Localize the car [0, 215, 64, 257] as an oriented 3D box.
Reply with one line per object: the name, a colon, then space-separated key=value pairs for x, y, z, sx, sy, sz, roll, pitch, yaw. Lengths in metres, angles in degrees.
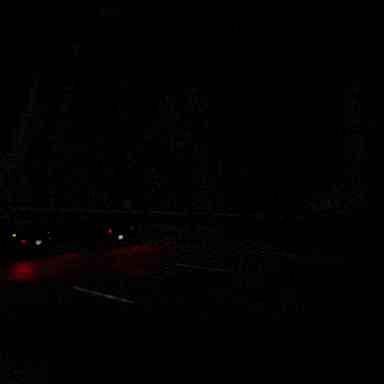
car: x=-7.519 y=1.668 z=13.645 sx=4.674 sy=1.442 sz=1.812 roll=0 pitch=0 yaw=36

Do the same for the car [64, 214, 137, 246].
car: x=-4.957 y=1.738 z=16.101 sx=4.718 sy=1.301 sz=1.895 roll=-1 pitch=0 yaw=36
